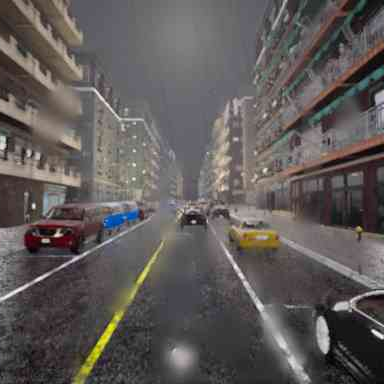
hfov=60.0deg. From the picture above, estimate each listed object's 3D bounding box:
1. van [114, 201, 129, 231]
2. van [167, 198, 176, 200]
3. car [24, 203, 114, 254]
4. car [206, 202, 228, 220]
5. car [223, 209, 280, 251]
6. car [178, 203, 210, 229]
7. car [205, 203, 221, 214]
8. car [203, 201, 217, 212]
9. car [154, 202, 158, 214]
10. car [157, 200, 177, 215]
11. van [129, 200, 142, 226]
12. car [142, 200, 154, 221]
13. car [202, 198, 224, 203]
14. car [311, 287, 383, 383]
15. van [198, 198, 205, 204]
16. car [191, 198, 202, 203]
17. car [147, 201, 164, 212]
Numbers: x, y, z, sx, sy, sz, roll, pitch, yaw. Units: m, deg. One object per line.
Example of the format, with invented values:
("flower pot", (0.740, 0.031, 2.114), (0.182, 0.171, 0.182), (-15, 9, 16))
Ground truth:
("van", (-5.271, 1.567, 20.212), (1.690, 1.788, 3.998), (2, -1, 0))
("van", (-5.228, 2.337, 81.105), (1.690, 1.788, 3.998), (2, -1, 0))
("car", (-5.274, 1.475, 14.549), (2.192, 1.841, 5.009), (2, -1, 0))
("car", (2.610, 1.907, 31.528), (2.008, 1.369, 4.403), (2, -1, 0))
("car", (2.599, 1.687, 14.705), (1.752, 1.417, 4.829), (2, -1, 0))
("car", (0.115, 1.793, 23.870), (1.812, 1.442, 4.674), (0, 0, 0))
("car", (2.617, 2.073, 42.857), (1.802, 1.307, 4.206), (2, -1, 0))
("car", (2.623, 2.088, 48.692), (1.752, 1.417, 4.829), (2, -1, 0))
("car", (-5.262, 2.057, 42.868), (1.947, 1.339, 4.313), (2, -1, 0))
("car", (-2.721, 2.016, 39.699), (1.812, 1.442, 4.674), (0, -1, 0))
("van", (-5.267, 1.633, 25.877), (1.690, 1.788, 3.998), (2, -1, 0))
("car", (-5.262, 1.672, 31.542), (2.192, 1.841, 5.009), (2, -1, 0))
("car", (2.621, 1.738, 37.195), (2.192, 1.841, 5.009), (2, -1, 0))
("car", (2.590, 1.586, 3.206), (2.008, 1.369, 4.403), (2, -1, 0))
("van", (2.658, 2.494, 92.076), (1.690, 1.788, 3.998), (1, -1, 0))
("car", (0.130, 1.919, 40.579), (1.801, 1.575, 5.366), (0, -1, 0))
("car", (-5.257, 2.112, 48.533), (2.008, 1.369, 4.403), (2, -1, 0))
